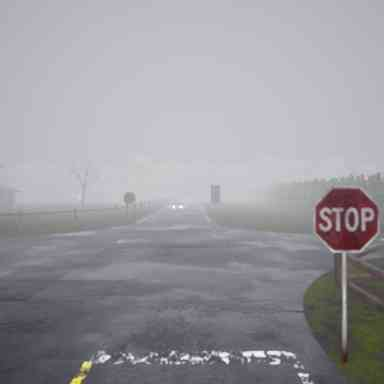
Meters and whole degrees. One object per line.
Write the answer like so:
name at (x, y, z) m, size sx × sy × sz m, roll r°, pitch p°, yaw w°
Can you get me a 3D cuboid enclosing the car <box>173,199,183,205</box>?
car at (-2.749, 1.942, 65.199) m, size 1.895 × 1.301 × 4.718 m, roll 0°, pitch 0°, yaw 0°
